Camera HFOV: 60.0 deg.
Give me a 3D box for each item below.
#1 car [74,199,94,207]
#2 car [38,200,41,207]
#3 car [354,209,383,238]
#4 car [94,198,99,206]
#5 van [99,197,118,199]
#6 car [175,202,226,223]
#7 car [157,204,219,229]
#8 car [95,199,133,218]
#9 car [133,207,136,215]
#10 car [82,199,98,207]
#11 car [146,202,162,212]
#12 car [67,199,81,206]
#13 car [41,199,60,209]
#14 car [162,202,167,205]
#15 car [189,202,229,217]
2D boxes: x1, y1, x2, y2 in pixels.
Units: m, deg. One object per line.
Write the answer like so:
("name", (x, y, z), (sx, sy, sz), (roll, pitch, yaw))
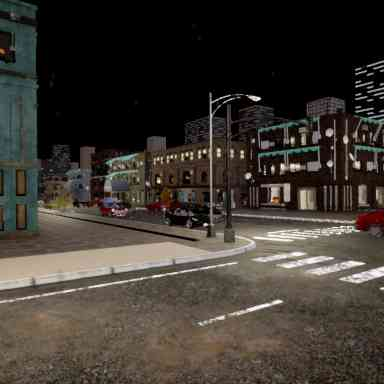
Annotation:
("car", (-17.660, 1.870, 53.081), (1.994, 1.385, 4.181), (-1, 0, -35))
("car", (-30.682, 2.376, 66.802), (2.008, 1.369, 4.403), (-1, 0, -35))
("car", (10.388, 1.520, 15.942), (4.674, 1.442, 1.812), (0, 0, 35))
("car", (-17.451, 1.940, 62.612), (2.192, 1.841, 5.009), (-1, 0, -35))
("van", (-14.251, 1.907, 58.096), (1.690, 1.788, 3.998), (-1, 0, -35))
("car", (0.526, 1.752, 27.238), (1.837, 1.490, 4.892), (-1, 0, -35))
("car", (-0.364, 1.815, 23.789), (1.947, 1.339, 4.313), (-1, 0, -35))
("car", (-8.289, 1.846, 35.183), (1.967, 1.590, 4.097), (-1, 0, -35))
("car", (-8.326, 1.948, 39.749), (1.812, 1.442, 4.674), (-1, 0, -35))
("car", (-20.645, 2.228, 67.129), (1.887, 1.381, 4.507), (-1, 0, -35))
("car", (-4.646, 1.966, 44.545), (1.802, 1.307, 4.206), (-1, 0, -35))
("car", (-27.043, 2.364, 76.163), (1.947, 1.339, 4.313), (-1, 0, -35))
("car", (-24.185, 2.233, 57.628), (1.752, 1.417, 4.829), (-1, 0, -35))
("car", (-1.448, 1.904, 40.029), (1.802, 1.307, 4.206), (-2, 0, -35))
("car", (1.751, 1.810, 35.512), (2.008, 1.369, 4.403), (-2, 0, -35))
